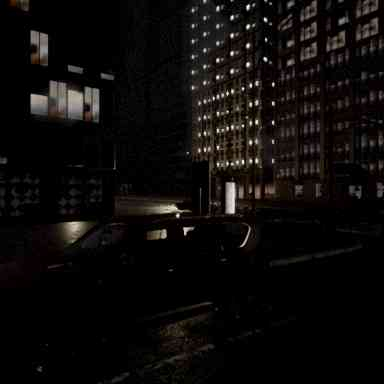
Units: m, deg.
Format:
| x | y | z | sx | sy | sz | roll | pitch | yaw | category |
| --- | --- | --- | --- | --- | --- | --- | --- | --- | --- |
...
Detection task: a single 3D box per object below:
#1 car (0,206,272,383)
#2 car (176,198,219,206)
| x | y | z | sx | sy | sz | roll | pitch | yaw | category |
| --- | --- | --- | --- | --- | --- | --- | --- | --- | --- |
| -0.822 | 1.315 | 5.593 | 5.009 | 1.841 | 2.192 | 0 | 0 | -35 | car |
| 0.471 | 1.291 | 31.596 | 1.895 | 1.301 | 4.718 | 0 | 1 | -37 | car |
